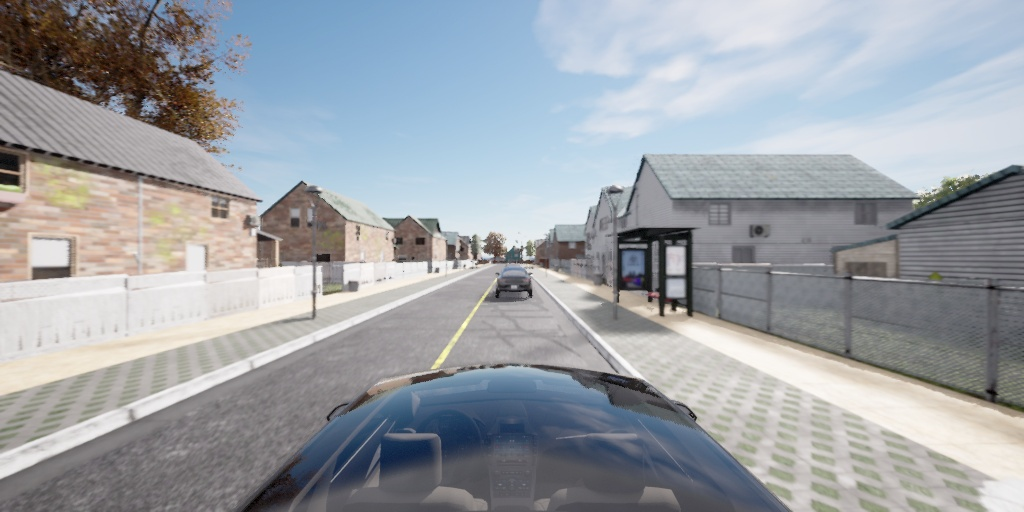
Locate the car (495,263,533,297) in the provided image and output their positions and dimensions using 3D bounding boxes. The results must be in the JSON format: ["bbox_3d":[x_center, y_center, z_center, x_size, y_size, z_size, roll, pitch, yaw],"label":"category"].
[{"bbox_3d":[0.103,1.285,18.967,1.812,1.442,4.674,0,0,0],"label":"car"}]
